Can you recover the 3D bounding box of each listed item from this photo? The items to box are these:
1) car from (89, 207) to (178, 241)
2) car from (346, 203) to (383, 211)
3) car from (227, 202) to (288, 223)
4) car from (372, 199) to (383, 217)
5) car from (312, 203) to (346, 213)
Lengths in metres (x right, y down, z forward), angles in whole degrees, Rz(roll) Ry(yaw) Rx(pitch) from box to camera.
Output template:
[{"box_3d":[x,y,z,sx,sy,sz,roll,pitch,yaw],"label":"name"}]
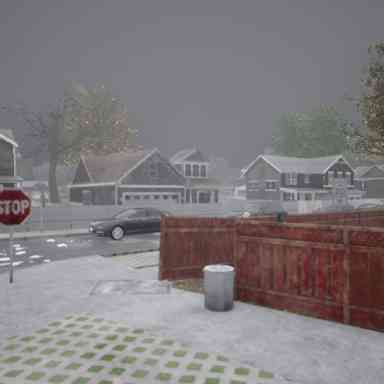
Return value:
[{"box_3d":[-2.893,1.589,17.435,4.892,1.490,1.837,0,0,-37],"label":"car"},{"box_3d":[14.555,1.671,26.118,4.892,1.490,1.837,0,0,-33],"label":"car"},{"box_3d":[4.512,1.482,22.805,4.553,1.767,2.097,0,0,-35],"label":"car"},{"box_3d":[20.339,1.573,33.281,4.553,1.767,2.097,0,0,-32],"label":"car"},{"box_3d":[12.034,1.679,27.950,4.892,1.490,1.837,0,0,-33],"label":"car"}]
